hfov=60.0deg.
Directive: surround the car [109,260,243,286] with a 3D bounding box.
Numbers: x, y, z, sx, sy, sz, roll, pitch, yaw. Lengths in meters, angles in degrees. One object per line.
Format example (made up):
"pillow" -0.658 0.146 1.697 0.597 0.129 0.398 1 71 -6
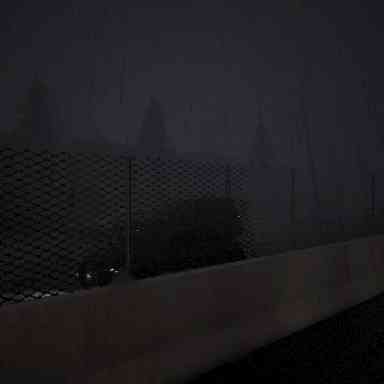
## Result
"car" -0.606 1.564 8.199 4.181 1.385 1.994 0 0 -39
